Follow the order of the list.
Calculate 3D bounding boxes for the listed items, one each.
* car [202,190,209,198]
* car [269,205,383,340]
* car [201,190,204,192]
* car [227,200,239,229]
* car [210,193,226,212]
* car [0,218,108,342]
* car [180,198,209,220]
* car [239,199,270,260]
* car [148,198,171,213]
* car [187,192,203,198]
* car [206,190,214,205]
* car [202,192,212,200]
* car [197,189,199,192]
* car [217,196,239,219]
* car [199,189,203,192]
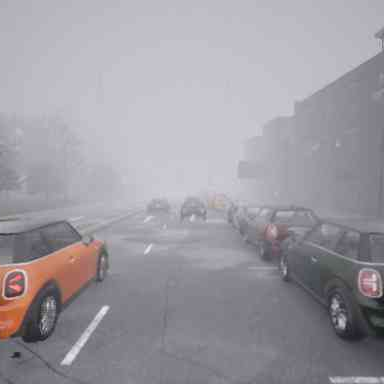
[{"bbox_3d":[3.209,0.955,56.242,2.231,1.521,4.892,0,1,0],"label":"car"},{"bbox_3d":[3.225,1.291,6.616,2.185,1.767,4.553,0,1,0],"label":"car"},{"bbox_3d":[3.206,0.904,61.768,2.231,1.521,4.892,0,1,0],"label":"car"},{"bbox_3d":[3.224,1.355,17.571,2.002,1.452,4.674,0,1,0],"label":"car"},{"bbox_3d":[3.221,1.156,34.332,1.946,1.575,5.366,0,1,0],"label":"car"},{"bbox_3d":[-3.152,1.290,6.531,2.097,1.767,4.553,0,1,0],"label":"car"},{"bbox_3d":[0.098,1.360,25.635,1.895,1.301,4.718,0,1,0],"label":"car"},{"bbox_3d":[3.224,1.240,12.141,2.185,1.767,4.553,0,1,0],"label":"car"},{"bbox_3d":[-3.154,1.258,32.702,1.994,1.385,4.181,0,1,0],"label":"car"},{"bbox_3d":[0.095,1.115,41.632,1.837,1.490,4.892,0,0,0],"label":"car"},{"bbox_3d":[3.223,0.983,39.641,2.185,1.767,4.553,0,1,0],"label":"car"},{"bbox_3d":[3.193,0.793,73.134,1.946,1.575,5.366,0,1,0],"label":"car"},{"bbox_3d":[3.232,0.630,91.055,2.231,1.521,4.892,0,1,1],"label":"car"},{"bbox_3d":[3.222,1.264,23.091,2.231,1.521,4.892,0,1,0],"label":"car"},{"bbox_3d":[3.199,0.598,67.449,2.435,2.045,5.566,0,1,0],"label":"car"}]
